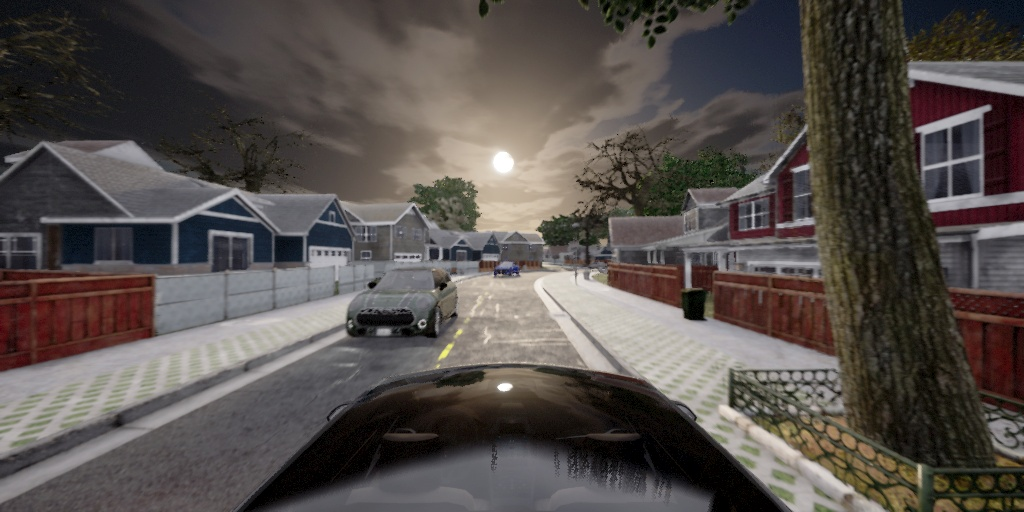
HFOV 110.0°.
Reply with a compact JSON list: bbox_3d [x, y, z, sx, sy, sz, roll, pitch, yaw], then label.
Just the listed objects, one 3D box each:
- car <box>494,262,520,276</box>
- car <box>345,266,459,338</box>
[{"bbox_3d":[-0.499,1.349,38.234,1.882,1.535,5.008,0,-1,14],"label":"car"},{"bbox_3d":[-2.829,1.105,10.207,2.097,1.767,4.553,0,0,0],"label":"car"}]
